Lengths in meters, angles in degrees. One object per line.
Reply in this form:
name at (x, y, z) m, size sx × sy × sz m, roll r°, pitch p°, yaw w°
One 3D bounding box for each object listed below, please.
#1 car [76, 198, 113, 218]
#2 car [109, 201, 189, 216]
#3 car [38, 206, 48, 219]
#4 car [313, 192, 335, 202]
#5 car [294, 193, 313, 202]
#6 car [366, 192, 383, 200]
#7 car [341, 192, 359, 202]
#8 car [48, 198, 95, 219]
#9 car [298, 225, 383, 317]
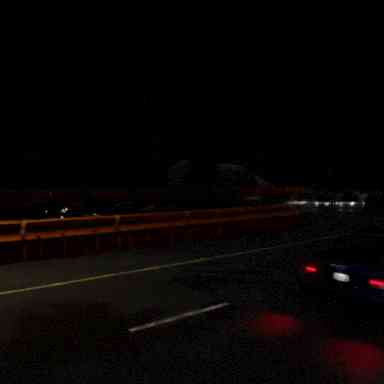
car at (-4.788, 1.359, 22.282) m, size 4.902 × 1.511 × 2.128 m, roll -1°, pitch 1°, yaw -37°
car at (-2.204, 1.383, 19.837) m, size 4.674 × 1.442 × 1.812 m, roll -1°, pitch 1°, yaw -38°
car at (-9.902, 1.365, 27.190) m, size 5.008 × 1.535 × 1.882 m, roll -1°, pitch 1°, yaw -37°
car at (21.567, 0.756, 53.496) m, size 1.882 × 1.535 × 5.008 m, roll 0°, pitch 1°, yaw 38°
car at (18.938, 0.839, 55.743) m, size 2.033 × 1.411 × 5.357 m, roll 0°, pitch 1°, yaw 38°
car at (27.413, 0.718, 49.639) m, size 1.882 × 1.535 × 5.008 m, roll 0°, pitch 1°, yaw 38°
car at (24.501, 0.763, 51.587) m, size 1.837 × 1.490 × 4.892 m, roll 0°, pitch 1°, yaw 38°
car at (-7.698, 1.236, 24.483) m, size 4.553 × 1.767 × 2.097 m, roll -1°, pitch 1°, yaw -37°
car at (4.507, 1.434, 7.072) m, size 5.357 × 1.411 × 2.033 m, roll -1°, pitch 1°, yaw -37°
